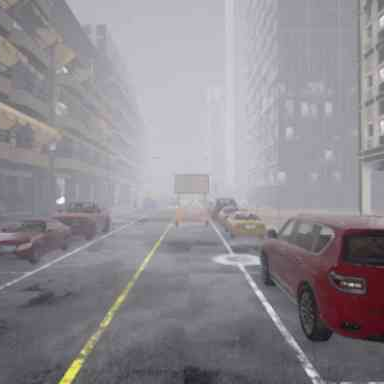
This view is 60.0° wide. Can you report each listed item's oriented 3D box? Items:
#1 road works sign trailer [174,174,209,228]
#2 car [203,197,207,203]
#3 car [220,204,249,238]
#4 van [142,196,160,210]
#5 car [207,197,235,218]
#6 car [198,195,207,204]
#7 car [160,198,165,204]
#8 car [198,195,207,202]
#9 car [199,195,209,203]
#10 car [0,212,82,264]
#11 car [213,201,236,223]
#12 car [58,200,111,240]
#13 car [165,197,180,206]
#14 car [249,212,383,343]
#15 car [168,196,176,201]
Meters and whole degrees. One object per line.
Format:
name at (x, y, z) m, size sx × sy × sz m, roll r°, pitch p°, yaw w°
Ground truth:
road works sign trailer at (-0.005, 0.527, 22.875) m, size 2.380 × 3.560 × 2.880 m, roll 0°, pitch 0°, yaw 0°
car at (2.693, 1.664, 39.566) m, size 1.887 × 1.381 × 4.507 m, roll 1°, pitch 0°, yaw 0°
car at (2.699, 1.572, 17.645) m, size 1.752 × 1.417 × 4.829 m, roll 1°, pitch 0°, yaw 0°
van at (-5.685, 1.482, 45.088) m, size 1.690 × 1.788 × 3.998 m, roll 1°, pitch 0°, yaw 0°
car at (2.699, 1.396, 28.521) m, size 2.192 × 1.841 × 5.009 m, roll 1°, pitch 0°, yaw 0°
car at (2.684, 1.842, 72.702) m, size 1.947 × 1.339 × 4.313 m, roll 1°, pitch 0°, yaw 0°
car at (-5.695, 1.827, 67.178) m, size 1.802 × 1.307 × 4.206 m, roll 1°, pitch 0°, yaw 0°
car at (2.683, 1.687, 89.273) m, size 2.192 × 1.841 × 5.009 m, roll 1°, pitch 0°, yaw 0°
car at (2.686, 1.622, 78.227) m, size 2.192 × 1.841 × 5.009 m, roll 1°, pitch 0°, yaw 0°
car at (-5.680, 1.612, 11.951) m, size 1.802 × 1.307 × 4.206 m, roll 1°, pitch 0°, yaw 0°
car at (2.697, 1.589, 23.168) m, size 1.752 × 1.417 × 4.829 m, roll 1°, pitch 0°, yaw 0°
car at (-5.678, 1.361, 17.474) m, size 2.192 × 1.841 × 5.009 m, roll 1°, pitch 0°, yaw 0°
car at (-3.060, 1.746, 57.934) m, size 2.033 × 1.411 × 5.357 m, roll 0°, pitch 0°, yaw 1°
car at (2.705, 1.331, 6.430) m, size 2.192 × 1.841 × 5.009 m, roll 1°, pitch 0°, yaw 0°
car at (-5.701, 1.951, 94.792) m, size 1.887 × 1.381 × 4.507 m, roll 1°, pitch 0°, yaw 0°
